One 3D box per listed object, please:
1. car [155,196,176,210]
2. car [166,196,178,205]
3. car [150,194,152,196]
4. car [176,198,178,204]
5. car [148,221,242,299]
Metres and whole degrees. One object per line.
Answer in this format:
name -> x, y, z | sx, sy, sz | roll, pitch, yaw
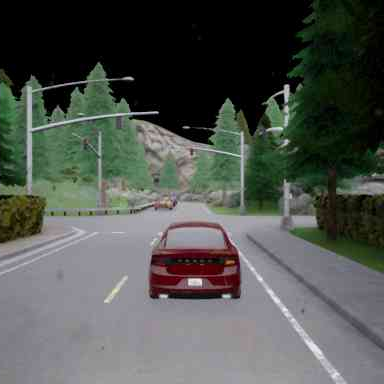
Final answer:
car -> -3.554, 1.352, 42.594 | 2.097, 1.767, 4.553 | 0, 0, 0
car -> -3.751, 1.478, 61.905 | 1.882, 1.535, 5.008 | 0, 0, -6
car -> -10.937, 1.355, 79.637 | 4.553, 1.767, 2.097 | 0, 0, 24
car -> -3.534, 1.478, 51.731 | 1.882, 1.535, 5.008 | 0, 0, 0
car -> 0.075, 1.478, 8.490 | 1.882, 1.535, 5.008 | 0, 0, 0
